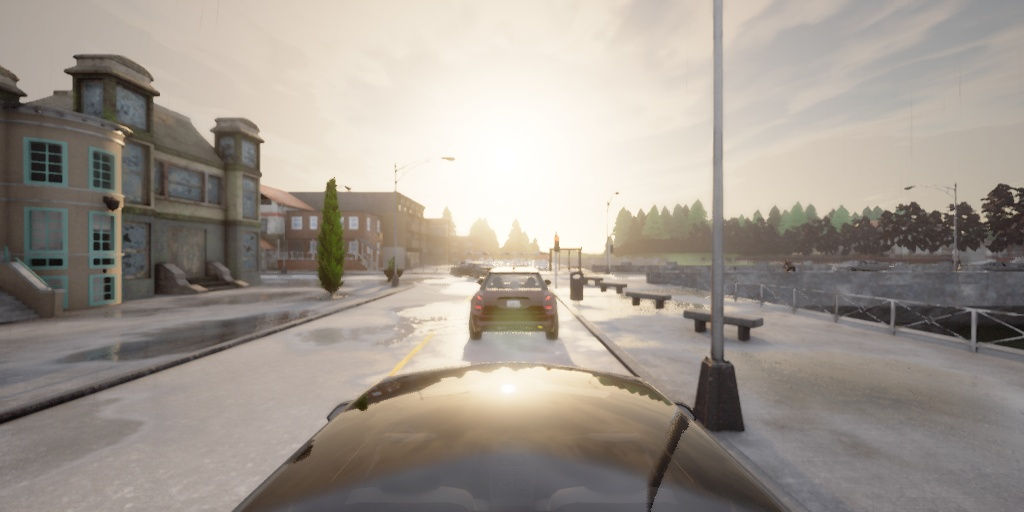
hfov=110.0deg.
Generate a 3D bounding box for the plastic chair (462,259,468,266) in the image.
[{"bbox_3d":[-6.888,1.119,55.525,0.750,1.272,0.730,0,0,0],"label":"plastic chair"}]

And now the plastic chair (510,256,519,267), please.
[{"bbox_3d":[0.312,1.115,56.970,0.730,1.272,0.750,0,0,0],"label":"plastic chair"}]

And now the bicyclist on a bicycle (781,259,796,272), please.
[{"bbox_3d":[19.886,1.026,25.812,0.582,1.620,1.656,0,0,0],"label":"bicyclist on a bicycle"}]

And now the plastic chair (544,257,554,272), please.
[{"bbox_3d":[4.988,1.138,49.156,0.730,1.272,0.750,0,0,0],"label":"plastic chair"}]

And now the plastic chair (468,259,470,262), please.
[{"bbox_3d":[-5.409,1.135,50.188,0.730,1.272,0.750,0,0,0],"label":"plastic chair"}]

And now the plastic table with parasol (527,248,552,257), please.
[{"bbox_3d":[3.728,0.533,49.330,2.482,2.480,2.482,0,0,0],"label":"plastic table with parasol"}]

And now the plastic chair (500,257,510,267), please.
[{"bbox_3d":[-1.091,1.118,55.875,0.750,1.272,0.730,0,0,0],"label":"plastic chair"}]

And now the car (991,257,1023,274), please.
[{"bbox_3d":[49.110,0.870,34.022,4.892,1.490,1.837,0,0,0],"label":"car"}]

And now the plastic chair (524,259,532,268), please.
[{"bbox_3d":[2.389,1.137,49.364,0.730,1.272,0.750,0,0,0],"label":"plastic chair"}]

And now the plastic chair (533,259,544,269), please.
[{"bbox_3d":[3.584,1.141,48.060,0.750,1.272,0.730,0,0,0],"label":"plastic chair"}]

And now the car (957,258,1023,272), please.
[{"bbox_3d":[40.460,1.169,30.038,4.892,1.490,1.837,0,0,1],"label":"car"}]

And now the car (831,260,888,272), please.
[{"bbox_3d":[32.961,1.143,34.165,4.902,1.511,2.128,0,0,0],"label":"car"}]

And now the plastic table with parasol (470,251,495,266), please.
[{"bbox_3d":[-4.089,0.531,50.104,2.482,2.480,2.482,0,0,0],"label":"plastic table with parasol"}]

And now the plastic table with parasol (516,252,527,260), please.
[{"bbox_3d":[1.357,0.488,64.677,2.482,2.480,2.482,0,0,0],"label":"plastic table with parasol"}]

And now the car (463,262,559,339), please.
[{"bbox_3d":[0.064,1.077,10.128,2.097,1.767,4.553,0,0,1],"label":"car"}]

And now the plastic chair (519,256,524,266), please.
[{"bbox_3d":[1.237,1.095,63.499,0.750,1.272,0.730,0,0,0],"label":"plastic chair"}]

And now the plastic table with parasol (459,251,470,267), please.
[{"bbox_3d":[-6.958,0.512,56.703,2.482,2.480,2.482,0,0,0],"label":"plastic table with parasol"}]

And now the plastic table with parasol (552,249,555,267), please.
[{"bbox_3d":[5.165,0.508,57.955,2.482,2.480,2.482,0,0,0],"label":"plastic table with parasol"}]

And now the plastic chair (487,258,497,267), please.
[{"bbox_3d":[-2.810,1.136,49.980,0.730,1.272,0.750,0,0,0],"label":"plastic chair"}]

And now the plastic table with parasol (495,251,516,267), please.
[{"bbox_3d":[-1.037,0.510,57.075,2.482,2.480,2.482,0,0,0],"label":"plastic table with parasol"}]

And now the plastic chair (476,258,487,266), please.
[{"bbox_3d":[-4.213,1.139,48.884,0.750,1.272,0.730,0,0,0],"label":"plastic chair"}]

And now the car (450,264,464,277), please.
[{"bbox_3d":[-3.293,1.210,31.224,2.033,1.411,5.357,0,0,-41],"label":"car"}]
